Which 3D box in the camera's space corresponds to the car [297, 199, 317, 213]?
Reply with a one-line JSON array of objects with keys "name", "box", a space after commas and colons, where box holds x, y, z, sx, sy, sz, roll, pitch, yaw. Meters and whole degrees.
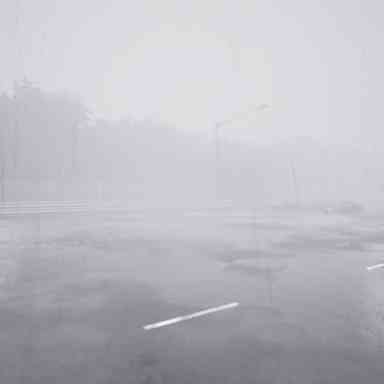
[{"name": "car", "box": [13.992, 1.501, 35.875, 4.902, 1.511, 2.128, 0, 0, -37]}]

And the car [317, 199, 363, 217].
[{"name": "car", "box": [14.566, 1.504, 31.927, 4.902, 1.511, 2.128, 0, 0, -37]}]

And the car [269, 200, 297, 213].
[{"name": "car", "box": [10.938, 1.601, 37.971, 4.718, 1.301, 1.895, 0, 0, -37]}]
